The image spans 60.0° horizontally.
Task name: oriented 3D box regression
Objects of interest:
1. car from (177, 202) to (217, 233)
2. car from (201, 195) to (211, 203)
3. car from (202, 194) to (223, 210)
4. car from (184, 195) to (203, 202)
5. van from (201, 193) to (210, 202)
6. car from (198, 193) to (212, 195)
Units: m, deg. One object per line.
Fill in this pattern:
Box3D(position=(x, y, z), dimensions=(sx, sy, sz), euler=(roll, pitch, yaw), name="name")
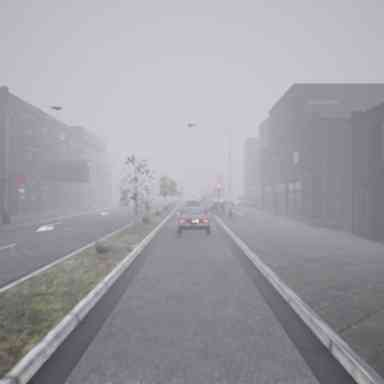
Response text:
Box3D(position=(0.100, 1.561, 19.635), dimensions=(2.033, 1.411, 5.357), euler=(0, 0, 0), name="car")
Box3D(position=(3.018, 1.486, 71.721), dimensions=(2.002, 1.452, 4.674), euler=(0, 0, 0), name="car")
Box3D(position=(3.011, 1.508, 49.793), dimensions=(2.163, 1.488, 4.792), euler=(0, 0, 0), name="car")
Box3D(position=(0.113, 1.512, 42.658), dimensions=(1.837, 1.490, 4.892), euler=(0, 0, 0), name="car")
Box3D(position=(3.020, 1.222, 77.364), dimensions=(1.878, 1.987, 4.442), euler=(0, 0, 0), name="van")
Box3D(position=(3.017, 1.199, 66.233), dimensions=(2.435, 2.045, 5.566), euler=(0, 0, 0), name="car")
